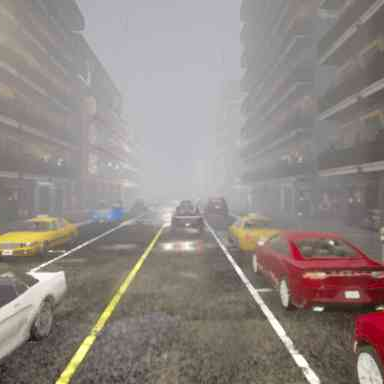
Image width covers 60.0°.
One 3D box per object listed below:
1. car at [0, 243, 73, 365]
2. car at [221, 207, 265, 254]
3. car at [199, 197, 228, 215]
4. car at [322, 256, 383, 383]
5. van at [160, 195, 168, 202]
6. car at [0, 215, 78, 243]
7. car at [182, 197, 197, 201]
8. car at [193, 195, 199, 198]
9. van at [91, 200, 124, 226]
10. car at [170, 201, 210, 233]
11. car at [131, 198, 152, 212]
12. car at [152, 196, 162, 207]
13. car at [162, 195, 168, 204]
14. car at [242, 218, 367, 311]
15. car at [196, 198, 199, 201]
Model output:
[{"bbox_3d":[-3.148,1.633,3.769,1.895,1.301,4.718,0,0,-1],"label":"car"},{"bbox_3d":[2.453,1.537,13.473,1.752,1.417,4.829,-1,0,-1],"label":"car"},{"bbox_3d":[2.130,1.386,30.284,2.192,1.841,5.009,-1,0,-1],"label":"car"},{"bbox_3d":[2.673,1.529,1.981,1.887,1.381,4.507,-1,0,-1],"label":"car"},{"bbox_3d":[-7.329,1.770,86.757,1.690,1.788,3.998,-1,0,-1],"label":"van"},{"bbox_3d":[-5.919,1.601,12.995,1.752,1.417,4.829,-1,0,-1],"label":"car"},{"bbox_3d":[-0.681,1.665,41.954,1.812,1.442,4.674,0,0,-1],"label":"car"},{"bbox_3d":[1.592,1.637,58.588,1.967,1.590,4.097,-1,0,-1],"label":"car"},{"bbox_3d":[-6.140,1.454,24.488,1.690,1.788,3.998,-1,0,-1],"label":"van"},{"bbox_3d":[-0.271,1.544,20.058,2.128,1.511,4.902,0,0,-1],"label":"car"},{"bbox_3d":[-6.463,1.623,41.469,1.967,1.590,4.097,-1,0,-1],"label":"car"},{"bbox_3d":[-6.783,1.786,58.282,1.752,1.417,4.829,-1,0,-1],"label":"car"},{"bbox_3d":[-7.109,1.939,75.434,1.802,1.307,4.206,-1,0,-1],"label":"car"},{"bbox_3d":[2.565,1.541,7.645,1.887,1.381,4.507,-1,0,-1],"label":"car"},{"bbox_3d":[1.917,1.669,41.605,2.008,1.369,4.403,-1,0,-1],"label":"car"}]
